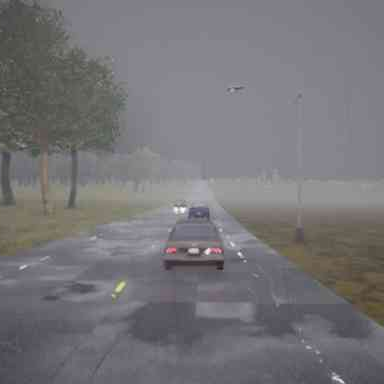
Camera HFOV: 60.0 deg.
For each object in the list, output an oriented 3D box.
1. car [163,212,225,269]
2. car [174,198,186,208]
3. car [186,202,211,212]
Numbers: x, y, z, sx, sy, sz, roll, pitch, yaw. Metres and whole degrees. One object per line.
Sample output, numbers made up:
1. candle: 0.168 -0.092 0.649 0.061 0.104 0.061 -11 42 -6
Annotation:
1. car: 0.099 1.637 11.409 2.033 1.411 5.357 0 0 1
2. car: -1.934 1.791 54.832 2.128 1.511 4.902 0 0 3
3. car: 0.726 1.702 31.422 1.882 1.535 5.008 0 0 3
